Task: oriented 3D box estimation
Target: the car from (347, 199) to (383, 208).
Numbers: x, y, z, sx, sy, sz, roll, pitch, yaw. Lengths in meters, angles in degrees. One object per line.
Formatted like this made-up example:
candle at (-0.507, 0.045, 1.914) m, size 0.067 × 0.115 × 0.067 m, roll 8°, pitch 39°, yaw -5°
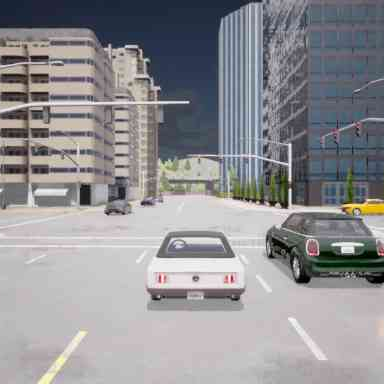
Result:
car at (16.858, 1.422, 31.656) m, size 5.008 × 1.535 × 1.882 m, roll 0°, pitch 0°, yaw 1°

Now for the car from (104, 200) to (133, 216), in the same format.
car at (-7.059, 1.506, 32.425) m, size 2.033 × 1.411 × 5.357 m, roll 0°, pitch 0°, yaw 0°

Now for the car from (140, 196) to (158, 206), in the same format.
car at (-7.021, 1.600, 52.659) m, size 1.895 × 1.301 × 4.718 m, roll 0°, pitch 0°, yaw 0°

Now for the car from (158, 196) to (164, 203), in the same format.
car at (-6.919, 1.492, 68.537) m, size 2.128 × 1.511 × 4.902 m, roll 0°, pitch 0°, yaw 0°

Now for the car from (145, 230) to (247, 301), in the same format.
car at (0.086, 1.601, 8.287) m, size 1.895 × 1.301 × 4.718 m, roll 0°, pitch 0°, yaw 0°

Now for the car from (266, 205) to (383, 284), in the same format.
car at (3.594, 1.352, 9.777) m, size 2.097 × 1.767 × 4.553 m, roll 0°, pitch 0°, yaw 0°
